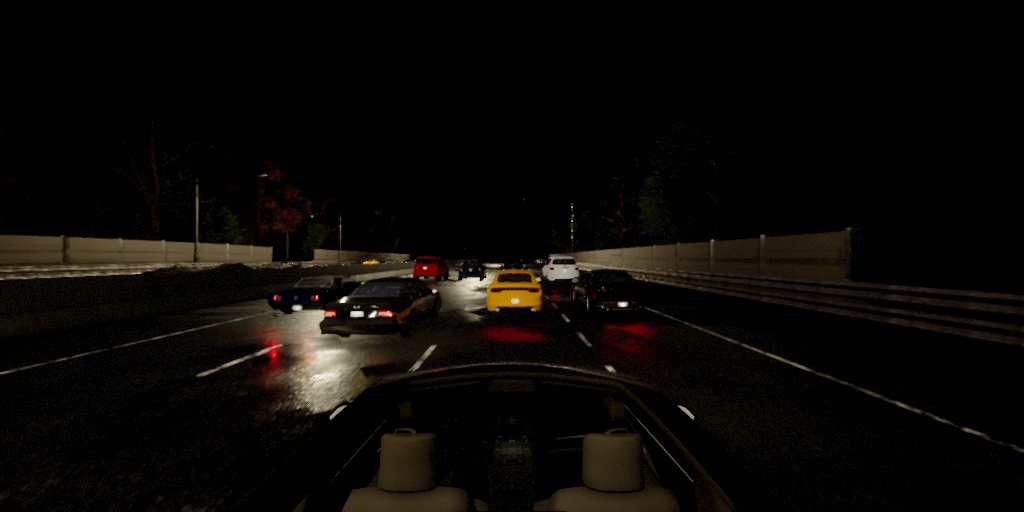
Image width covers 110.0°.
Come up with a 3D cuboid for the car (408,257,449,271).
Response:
[{"bbox_3d":[-6.901,1.072,31.070,2.150,2.045,5.566,0,0,0],"label":"car"}]

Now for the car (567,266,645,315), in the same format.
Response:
[{"bbox_3d":[3.501,1.285,13.745,1.837,1.490,4.892,0,0,0],"label":"car"}]

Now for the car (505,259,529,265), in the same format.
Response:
[{"bbox_3d":[0.100,1.205,31.549,2.097,1.767,4.553,0,0,0],"label":"car"}]

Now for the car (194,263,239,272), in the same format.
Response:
[{"bbox_3d":[-24.594,1.376,31.289,1.812,1.442,4.674,0,0,0],"label":"car"}]

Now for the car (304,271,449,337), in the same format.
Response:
[{"bbox_3d":[-3.399,1.326,10.369,2.033,1.411,5.357,0,0,0],"label":"car"}]

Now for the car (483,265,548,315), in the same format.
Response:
[{"bbox_3d":[0.099,1.268,13.724,1.882,1.535,5.008,0,0,0],"label":"car"}]

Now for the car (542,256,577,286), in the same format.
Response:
[{"bbox_3d":[3.499,1.044,26.432,2.150,2.045,5.566,0,0,0],"label":"car"}]

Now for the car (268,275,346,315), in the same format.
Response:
[{"bbox_3d":[-6.902,1.391,13.755,1.895,1.301,4.718,0,0,0],"label":"car"}]

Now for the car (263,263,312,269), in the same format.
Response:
[{"bbox_3d":[-17.599,1.445,29.358,1.895,1.301,4.718,0,0,0],"label":"car"}]

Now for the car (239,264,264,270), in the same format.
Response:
[{"bbox_3d":[-21.096,1.344,31.861,2.128,1.511,4.902,0,0,0],"label":"car"}]

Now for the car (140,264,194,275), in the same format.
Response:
[{"bbox_3d":[-28.097,1.395,30.374,2.033,1.411,5.357,0,0,0],"label":"car"}]

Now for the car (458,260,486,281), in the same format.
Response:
[{"bbox_3d":[-3.402,1.205,31.550,2.097,1.767,4.553,0,0,0],"label":"car"}]
